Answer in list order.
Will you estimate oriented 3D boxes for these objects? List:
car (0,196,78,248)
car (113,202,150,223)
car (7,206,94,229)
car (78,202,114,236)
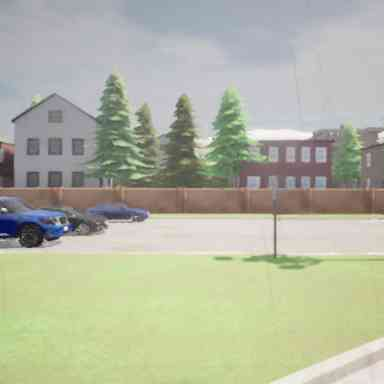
[{"bbox_3d":[-8.098,1.192,14.061,5.566,2.045,2.150,0,0,0],"label":"car"},{"bbox_3d":[-5.486,1.496,24.556,4.674,1.442,1.812,0,0,0],"label":"car"},{"bbox_3d":[-8.859,1.564,21.061,4.718,1.301,1.895,0,0,0],"label":"car"},{"bbox_3d":[-6.904,1.477,17.557,4.892,1.490,1.837,0,0,0],"label":"car"}]
